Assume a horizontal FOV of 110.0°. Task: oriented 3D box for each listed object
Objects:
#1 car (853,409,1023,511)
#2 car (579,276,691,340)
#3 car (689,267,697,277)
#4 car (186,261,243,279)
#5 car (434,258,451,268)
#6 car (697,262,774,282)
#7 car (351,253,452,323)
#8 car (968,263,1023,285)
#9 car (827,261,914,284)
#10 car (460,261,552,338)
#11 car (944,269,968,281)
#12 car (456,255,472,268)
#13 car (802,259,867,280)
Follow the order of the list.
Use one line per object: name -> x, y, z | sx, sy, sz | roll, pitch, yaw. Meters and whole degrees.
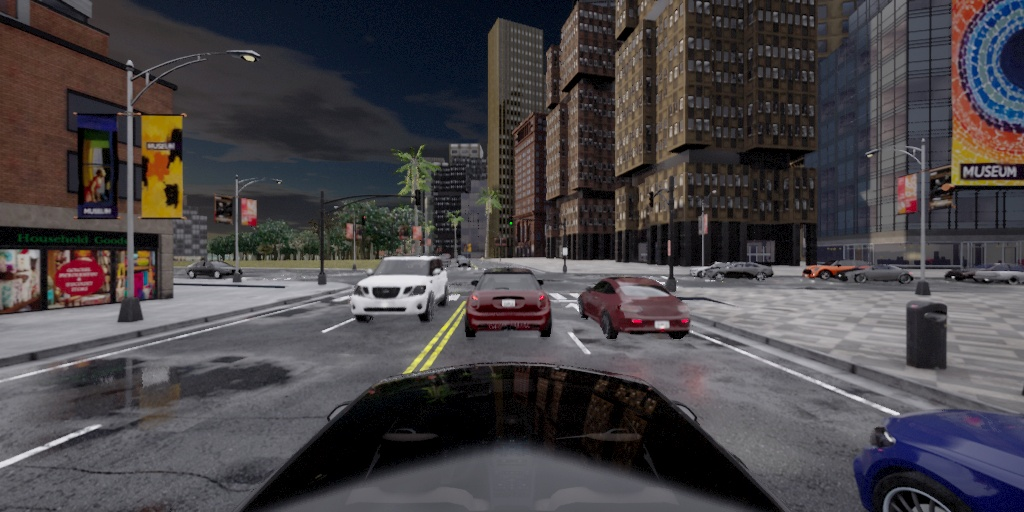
car -> 3.319, 1.274, 0.539 | 1.812, 1.442, 4.674 | 0, 0, 0
car -> 3.131, 1.287, 9.911 | 1.812, 1.442, 4.674 | 0, 0, -1
car -> 18.250, 1.247, 31.766 | 4.674, 1.442, 1.812 | 0, 0, 13
car -> -26.579, 1.202, 32.042 | 4.892, 1.490, 1.837 | 0, 0, 13
car -> -10.535, 1.041, 54.837 | 2.033, 1.411, 5.357 | 0, 1, -5
car -> 17.879, 1.222, 28.513 | 4.902, 1.511, 2.128 | 0, 0, 13
car -> -3.587, 0.987, 12.603 | 2.150, 2.045, 5.566 | 0, 0, -2
car -> 35.160, 1.336, 24.427 | 4.718, 1.301, 1.895 | 0, 0, 13
car -> 26.560, 1.296, 26.463 | 4.181, 1.385, 1.994 | 0, 0, 13
car -> -0.127, 1.113, 10.391 | 2.097, 1.767, 4.553 | 0, 0, -1
car -> 36.987, 1.275, 27.332 | 5.357, 1.411, 2.033 | 0, 0, 13
car -> -7.291, 1.001, 54.922 | 1.837, 1.490, 4.892 | 0, 1, -8
car -> 26.977, 1.075, 29.699 | 4.553, 1.767, 2.097 | 0, 0, 13
